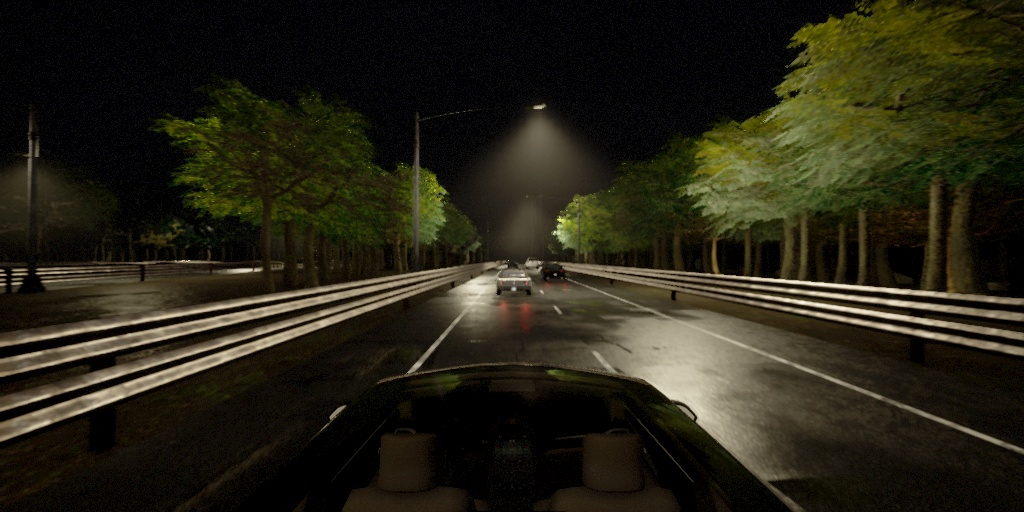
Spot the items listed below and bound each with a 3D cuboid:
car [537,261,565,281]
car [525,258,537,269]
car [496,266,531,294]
[{"bbox_3d":[3.603,1.412,32.341,1.882,1.535,5.008,0,0,0],"label":"car"},{"bbox_3d":[3.605,1.379,65.151,2.150,2.045,5.566,0,-1,0],"label":"car"},{"bbox_3d":[0.101,1.463,21.092,1.895,1.301,4.718,0,0,0],"label":"car"}]
